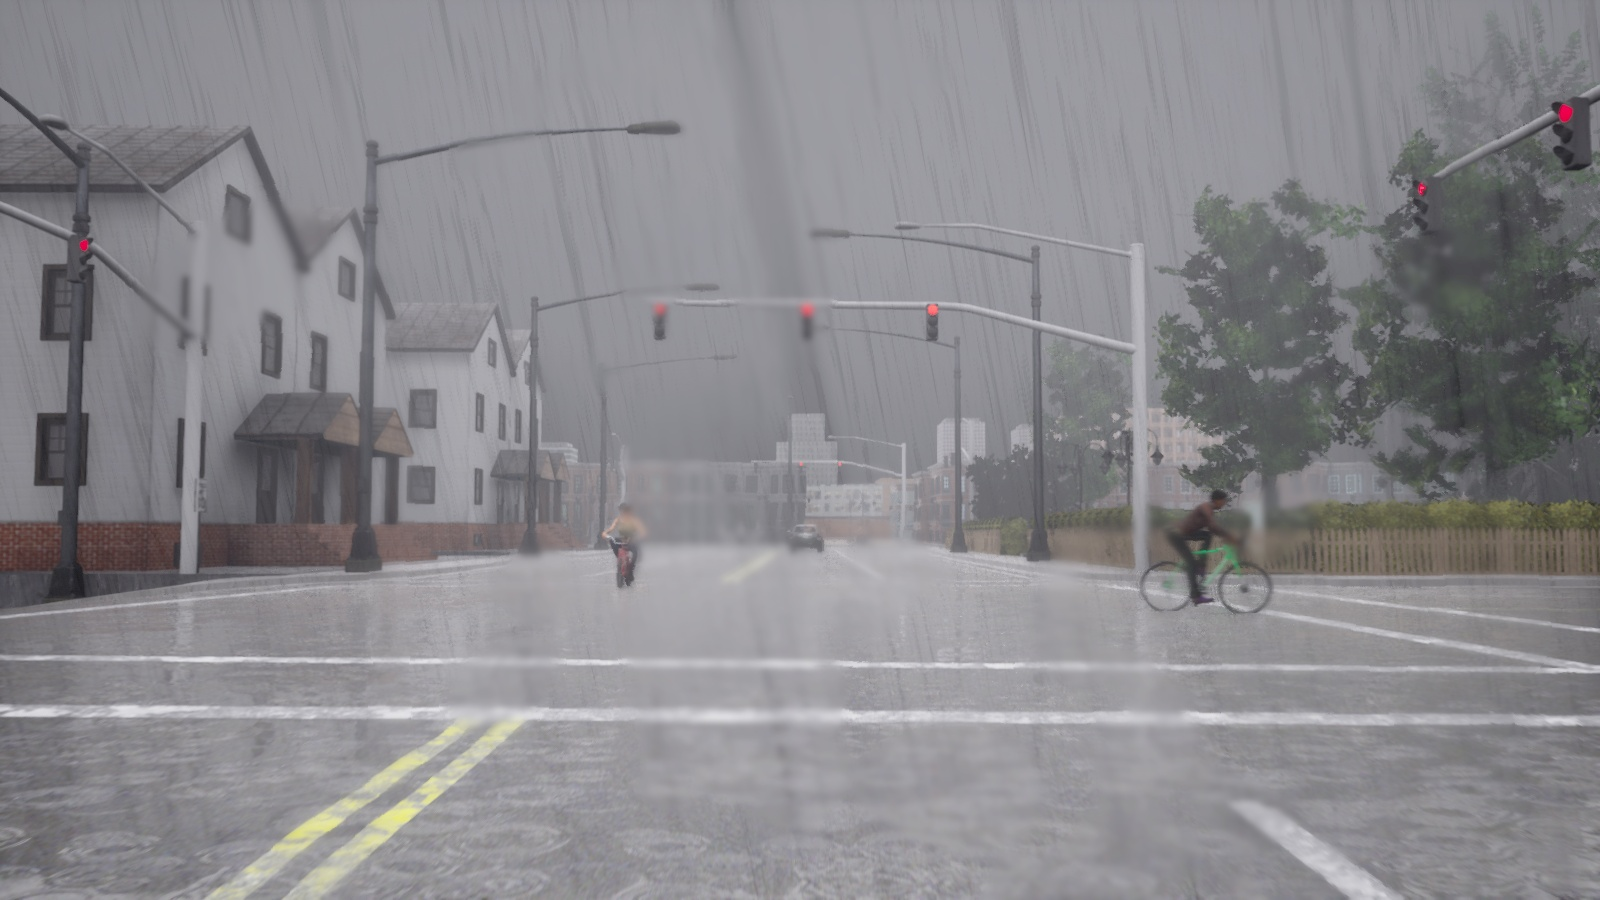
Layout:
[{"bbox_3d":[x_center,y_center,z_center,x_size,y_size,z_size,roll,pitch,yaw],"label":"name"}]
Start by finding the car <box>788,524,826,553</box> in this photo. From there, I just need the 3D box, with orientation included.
[{"bbox_3d":[0.395,4.759,67.637,1.970,1.475,3.806,0,-4,1],"label":"car"}]

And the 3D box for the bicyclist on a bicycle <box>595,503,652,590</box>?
[{"bbox_3d":[-3.353,1.838,24.011,0.866,1.612,1.509,0,-4,0],"label":"bicyclist on a bicycle"}]

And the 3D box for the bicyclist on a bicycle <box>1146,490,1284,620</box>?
[{"bbox_3d":[5.362,1.343,16.286,1.656,1.620,0.582,-1,-5,18],"label":"bicyclist on a bicycle"}]
